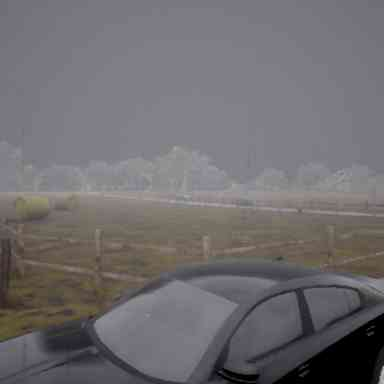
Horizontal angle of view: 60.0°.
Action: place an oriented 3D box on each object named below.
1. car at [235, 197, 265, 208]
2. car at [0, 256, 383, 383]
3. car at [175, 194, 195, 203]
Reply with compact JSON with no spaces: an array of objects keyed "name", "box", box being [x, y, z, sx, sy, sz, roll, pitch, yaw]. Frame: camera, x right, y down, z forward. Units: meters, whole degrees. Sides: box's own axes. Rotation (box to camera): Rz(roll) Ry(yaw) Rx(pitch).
[{"name":"car","box":[8.433,1.562,48.494,2.128,1.511,4.902,2,0,-36]},{"name":"car","box":[0.312,1.488,3.291,5.008,1.535,1.882,0,0,-35]},{"name":"car","box":[-1.339,1.194,62.282,1.812,1.442,4.674,2,0,-36]}]
